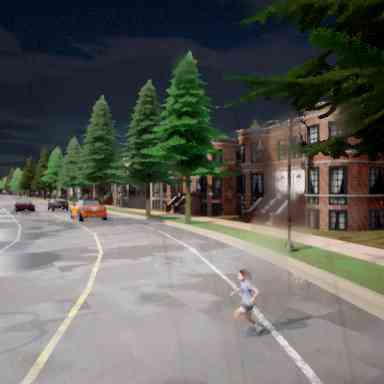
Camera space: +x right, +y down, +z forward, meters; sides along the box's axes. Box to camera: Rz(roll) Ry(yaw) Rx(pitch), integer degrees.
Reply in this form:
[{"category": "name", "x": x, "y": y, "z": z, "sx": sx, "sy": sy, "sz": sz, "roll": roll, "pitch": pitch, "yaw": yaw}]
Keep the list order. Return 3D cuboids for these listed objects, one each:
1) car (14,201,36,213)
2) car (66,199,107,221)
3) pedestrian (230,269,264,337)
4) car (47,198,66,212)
[{"category": "car", "x": -18.335, "y": 1.593, "z": 36.424, "sx": 1.895, "sy": 1.301, "sz": 4.718, "roll": 0, "pitch": 0, "yaw": -31}, {"category": "car", "x": -8.532, "y": 1.347, "z": 27.129, "sx": 2.097, "sy": 1.767, "sz": 4.553, "roll": 0, "pitch": 0, "yaw": -31}, {"category": "pedestrian", "x": 0.882, "y": 1.673, "z": 5.172, "sx": 0.500, "sy": 1.100, "sz": 0.500, "roll": 0, "pitch": 0, "yaw": -7}, {"category": "car", "x": -15.902, "y": 1.496, "z": 39.535, "sx": 1.837, "sy": 1.490, "sz": 4.892, "roll": 0, "pitch": 0, "yaw": -31}]
